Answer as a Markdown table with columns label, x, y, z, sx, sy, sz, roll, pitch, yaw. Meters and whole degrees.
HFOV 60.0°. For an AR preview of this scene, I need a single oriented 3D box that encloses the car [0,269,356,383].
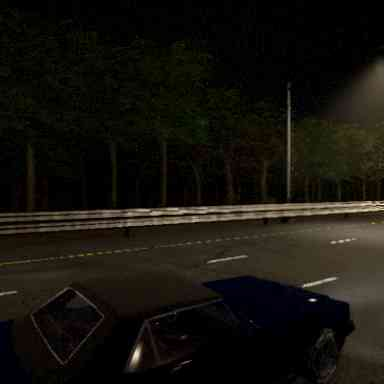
| label | x | y | z | sx | sy | sz | roll | pitch | yaw |
| --- | --- | --- | --- | --- | --- | --- | --- | --- | --- |
| car | -0.214 | 1.602 | 3.715 | 4.718 | 1.301 | 1.895 | 0 | 0 | -36 |
